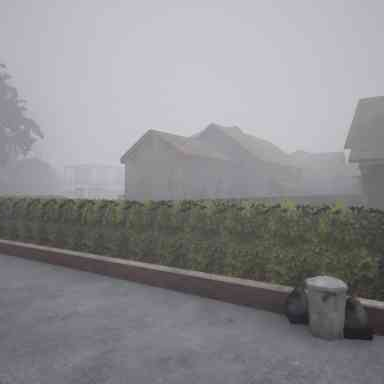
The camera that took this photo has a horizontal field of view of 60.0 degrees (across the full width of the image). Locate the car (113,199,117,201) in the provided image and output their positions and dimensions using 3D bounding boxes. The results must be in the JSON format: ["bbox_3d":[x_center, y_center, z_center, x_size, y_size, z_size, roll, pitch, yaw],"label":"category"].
[{"bbox_3d":[-6.496,1.356,25.693,5.357,1.415,2.033,0,0,38],"label":"car"}]

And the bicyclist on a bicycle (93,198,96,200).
[{"bbox_3d":[-8.795,1.349,30.383,1.656,1.620,0.582,0,0,35],"label":"bicyclist on a bicycle"}]

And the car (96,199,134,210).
[{"bbox_3d":[-9.922,1.601,43.317,1.895,1.301,4.718,0,0,35],"label":"car"}]
